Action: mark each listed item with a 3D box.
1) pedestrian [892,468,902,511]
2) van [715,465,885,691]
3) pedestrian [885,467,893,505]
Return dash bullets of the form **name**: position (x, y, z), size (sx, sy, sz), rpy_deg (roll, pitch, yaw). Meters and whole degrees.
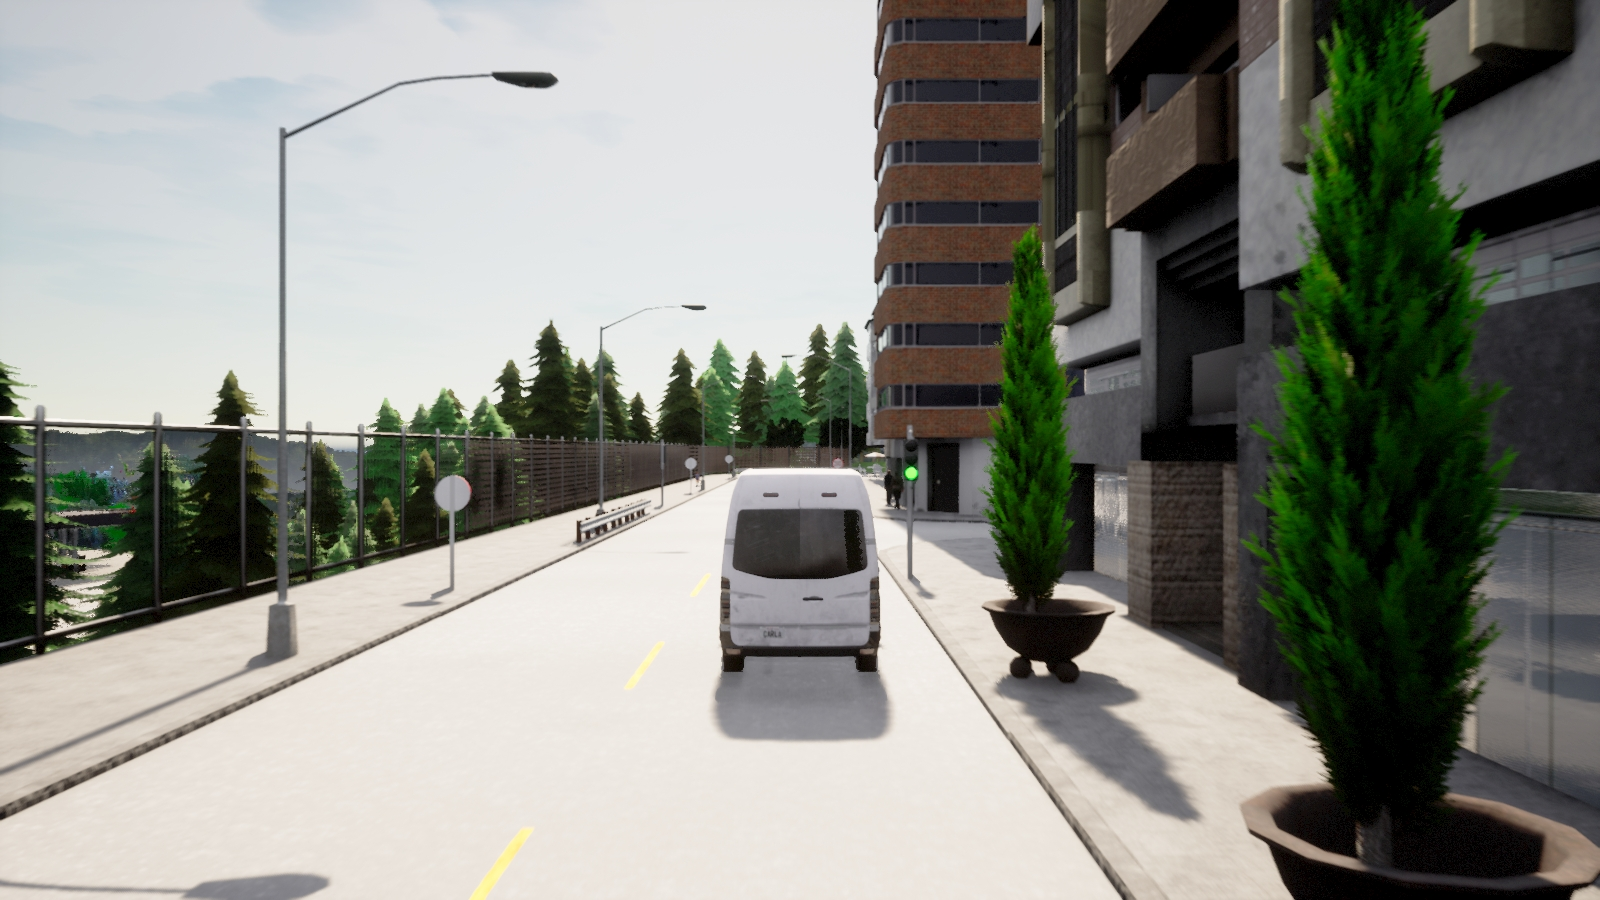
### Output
- **pedestrian**: position (4.281, 1.736, 50.249), size (0.375, 1.860, 0.375), rpy_deg (0, 0, -6)
- **van**: position (-0.005, 1.534, 16.327), size (1.988, 2.561, 5.915), rpy_deg (0, 0, 0)
- **pedestrian**: position (4.302, 1.737, 55.151), size (0.375, 1.860, 0.375), rpy_deg (0, 0, 0)
